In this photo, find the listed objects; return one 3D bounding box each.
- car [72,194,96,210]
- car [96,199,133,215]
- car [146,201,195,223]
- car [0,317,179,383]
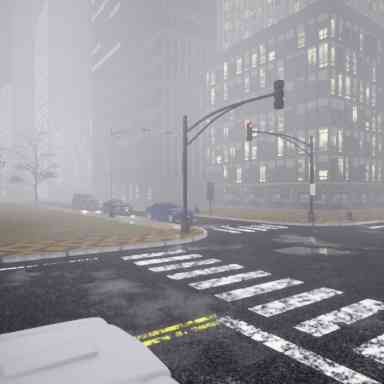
[{"bbox_3d":[-13.838,1.227,42.899,2.150,2.045,5.566,0,0,-35],"label":"car"},{"bbox_3d":[-7.752,1.497,34.257,2.128,1.511,4.902,0,0,-35],"label":"car"},{"bbox_3d":[-1.777,1.484,25.795,1.882,1.535,5.008,0,0,-36],"label":"car"},{"bbox_3d":[-2.274,1.601,1.821,4.718,1.301,1.895,0,0,-36],"label":"car"}]
